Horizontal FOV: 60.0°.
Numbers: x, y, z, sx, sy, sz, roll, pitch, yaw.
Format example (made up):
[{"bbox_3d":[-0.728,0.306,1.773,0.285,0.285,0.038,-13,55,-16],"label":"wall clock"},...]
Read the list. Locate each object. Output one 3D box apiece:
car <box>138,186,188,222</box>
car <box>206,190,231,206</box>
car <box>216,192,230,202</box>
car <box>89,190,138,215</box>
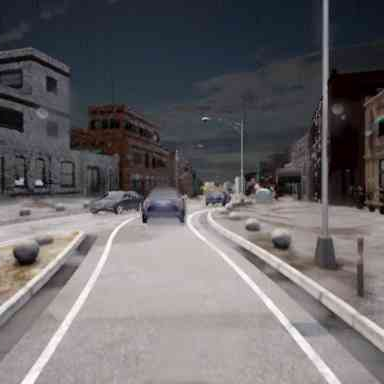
[{"bbox_3d":[-1.331,0.566,17.921,2.097,1.767,4.553,0,1,1],"label":"car"},{"bbox_3d":[2.977,0.580,36.293,2.097,1.767,4.553,0,-1,16],"label":"car"},{"bbox_3d":[5.865,0.950,62.087,2.097,1.767,4.553,0,-1,11],"label":"car"},{"bbox_3d":[-4.791,0.649,21.765,1.837,1.490,4.892,0,1,17],"label":"car"}]
